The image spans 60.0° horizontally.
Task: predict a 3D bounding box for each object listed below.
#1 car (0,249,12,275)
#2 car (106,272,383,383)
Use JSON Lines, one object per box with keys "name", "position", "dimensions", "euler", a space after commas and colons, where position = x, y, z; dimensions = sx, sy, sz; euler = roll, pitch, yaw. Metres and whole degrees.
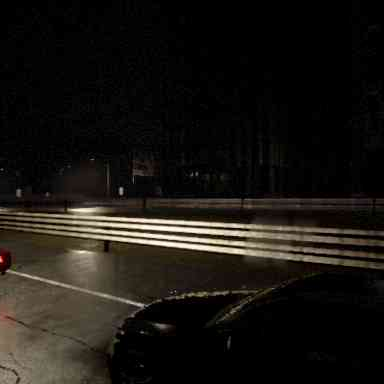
{"name": "car", "position": [-6.885, 1.714, 8.904], "dimensions": [4.718, 1.301, 1.895], "euler": [-1, 0, 36]}
{"name": "car", "position": [1.230, 1.533, 3.113], "dimensions": [4.674, 1.442, 1.812], "euler": [-1, -1, 36]}
